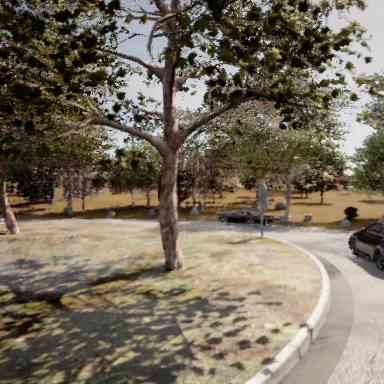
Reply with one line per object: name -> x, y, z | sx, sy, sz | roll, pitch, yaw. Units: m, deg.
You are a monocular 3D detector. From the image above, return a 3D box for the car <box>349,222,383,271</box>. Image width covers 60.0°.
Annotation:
car -> 6.816, 1.688, 11.208 | 1.994, 1.385, 4.181 | 0, -1, 11

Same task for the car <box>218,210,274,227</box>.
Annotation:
car -> 4.486, 2.183, 28.386 | 1.895, 1.301, 4.718 | 1, -2, -42
